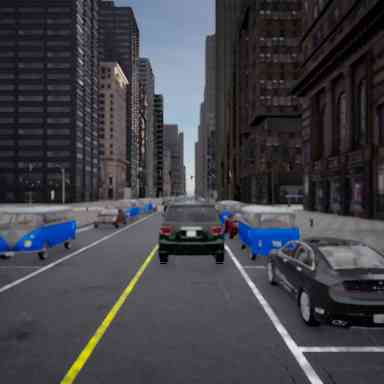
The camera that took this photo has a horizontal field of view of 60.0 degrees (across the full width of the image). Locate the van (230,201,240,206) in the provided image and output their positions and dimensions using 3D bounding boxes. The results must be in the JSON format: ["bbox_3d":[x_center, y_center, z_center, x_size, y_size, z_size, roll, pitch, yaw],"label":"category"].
[{"bbox_3d":[2.734,1.561,24.022,1.690,1.788,3.998,0,-1,0],"label":"van"}]

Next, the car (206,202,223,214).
[{"bbox_3d":[2.716,1.961,41.052,1.802,1.307,4.206,0,-1,0],"label":"car"}]

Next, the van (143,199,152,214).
[{"bbox_3d":[-5.809,1.721,41.035,1.690,1.788,3.998,0,-1,0],"label":"van"}]

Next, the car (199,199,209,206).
[{"bbox_3d":[2.680,2.241,73.701,2.008,1.369,4.403,0,-1,0],"label":"car"}]

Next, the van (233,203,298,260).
[{"bbox_3d":[2.747,1.457,12.668,1.690,1.788,3.998,0,-1,0],"label":"van"}]

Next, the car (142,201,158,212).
[{"bbox_3d":[-5.815,1.957,46.540,1.752,1.417,4.829,0,-1,0],"label":"car"}]

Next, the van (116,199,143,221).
[{"bbox_3d":[-5.797,1.614,29.681,1.690,1.788,3.998,0,-1,0],"label":"van"}]

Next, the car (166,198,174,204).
[{"bbox_3d":[-5.863,2.420,90.605,1.947,1.339,4.313,0,-1,0],"label":"car"}]

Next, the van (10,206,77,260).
[{"bbox_3d":[-5.778,1.457,12.649,1.690,1.788,3.998,0,-1,0],"label":"van"}]

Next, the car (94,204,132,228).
[{"bbox_3d":[-5.790,1.802,24.001,1.802,1.307,4.206,0,-1,0],"label":"car"}]

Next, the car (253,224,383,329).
[{"bbox_3d":[2.753,1.615,6.988,2.008,1.369,4.403,0,-1,0],"label":"car"}]

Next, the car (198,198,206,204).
[{"bbox_3d":[2.662,2.399,90.623,1.887,1.381,4.507,0,-1,0],"label":"car"}]

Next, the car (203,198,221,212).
[{"bbox_3d":[2.710,1.748,46.731,2.192,1.841,5.009,0,-1,0],"label":"car"}]

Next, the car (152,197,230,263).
[{"bbox_3d":[-0.001,1.340,12.586,2.150,2.045,5.566,0,0,0],"label":"car"}]

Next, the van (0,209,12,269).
[{"bbox_3d":[-5.772,1.406,6.972,1.690,1.788,3.998,0,-1,0],"label":"van"}]

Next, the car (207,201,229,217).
[{"bbox_3d":[2.722,1.766,35.376,1.967,1.590,4.097,0,-1,0],"label":"car"}]

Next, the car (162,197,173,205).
[{"bbox_3d":[-5.851,2.060,79.325,2.192,1.841,5.009,0,-1,0],"label":"car"}]

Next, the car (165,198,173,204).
[{"bbox_3d":[-5.857,2.239,84.965,1.967,1.590,4.097,0,-1,0],"label":"car"}]

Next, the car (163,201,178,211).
[{"bbox_3d":[-3.070,2.054,48.820,1.895,1.301,4.718,0,-1,0],"label":"car"}]

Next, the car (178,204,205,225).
[{"bbox_3d":[-0.018,1.801,27.536,2.033,1.411,5.357,0,-1,0],"label":"car"}]

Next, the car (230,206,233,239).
[{"bbox_3d":[2.741,1.713,18.343,1.887,1.381,4.507,0,-1,0],"label":"car"}]
